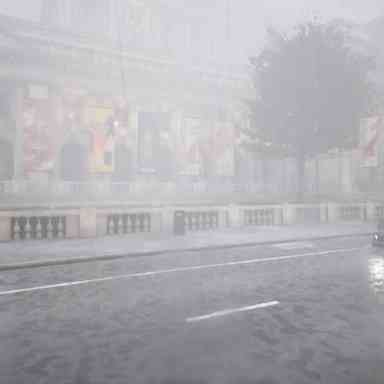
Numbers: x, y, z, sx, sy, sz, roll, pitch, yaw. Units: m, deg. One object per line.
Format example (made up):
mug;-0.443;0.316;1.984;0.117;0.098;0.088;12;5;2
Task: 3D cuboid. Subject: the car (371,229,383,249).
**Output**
car;9.315;1.546;12.708;5.357;1.411;2.033;0;0;-27
